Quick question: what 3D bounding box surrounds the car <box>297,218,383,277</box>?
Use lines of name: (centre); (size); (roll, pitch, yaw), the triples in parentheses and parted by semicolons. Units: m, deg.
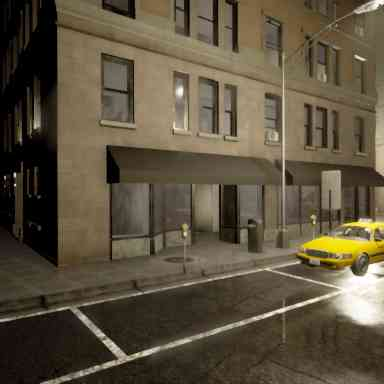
car: (5.218, 1.526, 10.242); (4.829, 1.417, 1.752); (0, 0, -35)
